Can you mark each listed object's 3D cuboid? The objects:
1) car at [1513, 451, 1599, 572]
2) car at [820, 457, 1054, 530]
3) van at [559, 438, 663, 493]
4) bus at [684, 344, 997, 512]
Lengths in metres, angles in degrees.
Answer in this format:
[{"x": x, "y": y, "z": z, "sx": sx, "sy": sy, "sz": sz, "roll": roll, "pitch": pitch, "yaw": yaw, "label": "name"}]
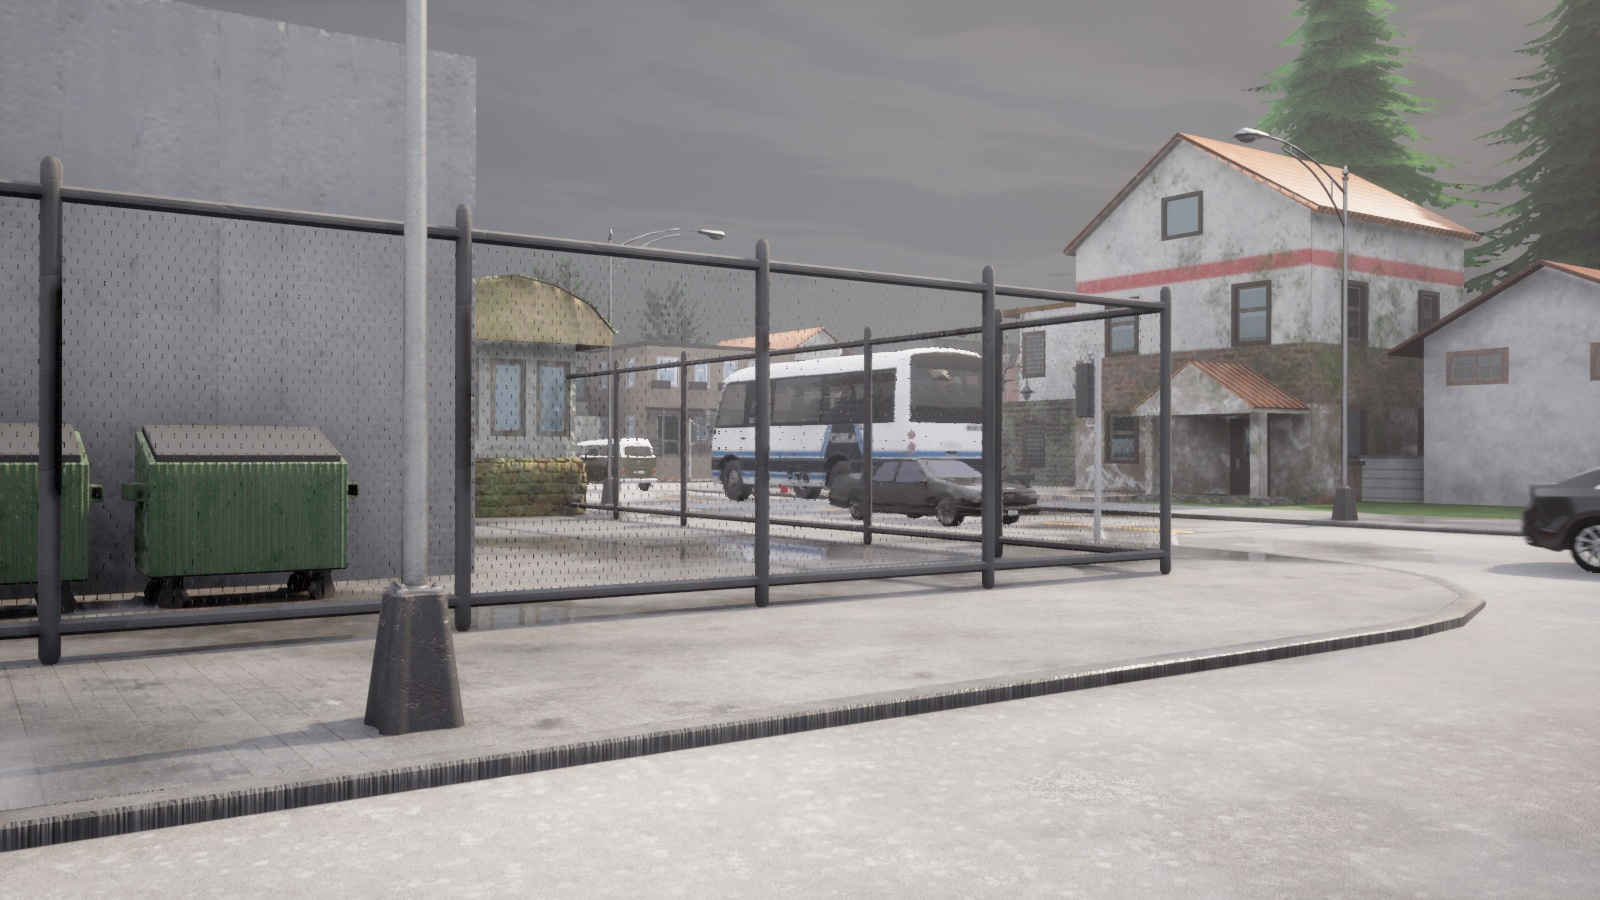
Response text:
[{"x": 11.701, "y": 0.762, "z": 15.333, "sx": 4.892, "sy": 1.490, "sz": 1.837, "roll": 0, "pitch": 0, "yaw": 44, "label": "car"}, {"x": 2.818, "y": 0.853, "z": 27.191, "sx": 2.033, "sy": 1.411, "sz": 5.357, "roll": 0, "pitch": 0, "yaw": -34, "label": "car"}, {"x": -7.423, "y": 0.604, "z": 49.014, "sx": 2.069, "sy": 2.038, "sz": 4.480, "roll": 1, "pitch": -1, "yaw": -37, "label": "van"}, {"x": 0.806, "y": -0.542, "z": 37.196, "sx": 3.944, "sy": 4.253, "sz": 10.273, "roll": 0, "pitch": 0, "yaw": -34, "label": "bus"}]
